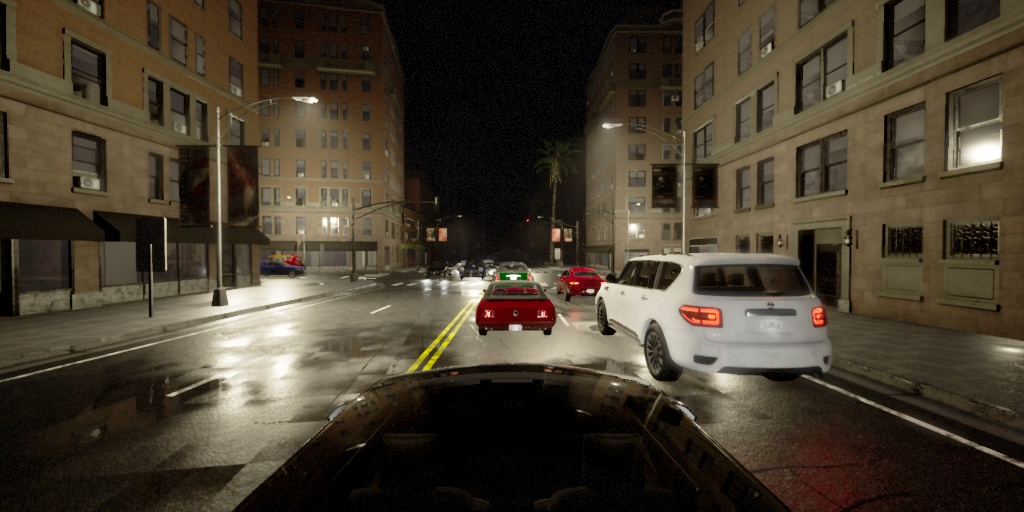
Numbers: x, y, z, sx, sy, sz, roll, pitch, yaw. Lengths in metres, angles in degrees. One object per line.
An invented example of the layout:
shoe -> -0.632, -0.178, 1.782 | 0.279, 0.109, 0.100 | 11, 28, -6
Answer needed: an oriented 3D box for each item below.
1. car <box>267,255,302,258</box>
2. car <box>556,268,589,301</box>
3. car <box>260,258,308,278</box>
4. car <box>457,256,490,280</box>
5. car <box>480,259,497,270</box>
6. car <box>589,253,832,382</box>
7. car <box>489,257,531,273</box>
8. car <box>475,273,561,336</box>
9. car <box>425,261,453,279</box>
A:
car -> -23.975, 0.829, 36.678 | 5.009, 1.841, 2.192 | 0, 0, -9
car -> 3.216, 1.270, 16.992 | 1.812, 1.442, 4.674 | 0, 0, 0
car -> -20.521, 1.143, 31.363 | 4.674, 1.442, 1.812 | 0, 1, -9
car -> -3.416, 1.110, 32.070 | 2.097, 1.767, 4.553 | 0, 1, 0
car -> -3.461, 1.226, 52.771 | 2.128, 1.511, 4.902 | 0, 0, 0
car -> 3.327, 0.969, 7.305 | 2.150, 2.045, 5.566 | 0, 0, 0
car -> -0.006, 1.096, 19.382 | 2.097, 1.767, 4.553 | 0, 0, -2
car -> 0.080, 1.348, 10.390 | 1.895, 1.301, 4.718 | 0, 0, 0
car -> -6.659, 1.232, 32.996 | 1.837, 1.490, 4.892 | 1, 1, 0
